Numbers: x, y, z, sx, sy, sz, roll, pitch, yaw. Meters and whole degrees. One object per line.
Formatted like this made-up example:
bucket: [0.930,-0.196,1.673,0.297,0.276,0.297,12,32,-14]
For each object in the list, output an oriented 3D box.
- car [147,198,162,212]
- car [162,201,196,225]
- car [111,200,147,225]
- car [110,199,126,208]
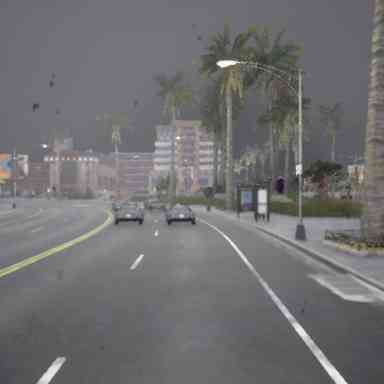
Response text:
car: [-4.405,1.433,38.315,2.128,1.511,4.902,0,0,-19]
car: [-0.925,1.526,24.088,1.994,1.385,4.181,0,0,-7]
car: [-4.486,1.526,24.102,1.994,1.385,4.181,0,0,-8]
car: [-8.322,1.503,38.870,1.994,1.385,4.181,0,0,-19]
